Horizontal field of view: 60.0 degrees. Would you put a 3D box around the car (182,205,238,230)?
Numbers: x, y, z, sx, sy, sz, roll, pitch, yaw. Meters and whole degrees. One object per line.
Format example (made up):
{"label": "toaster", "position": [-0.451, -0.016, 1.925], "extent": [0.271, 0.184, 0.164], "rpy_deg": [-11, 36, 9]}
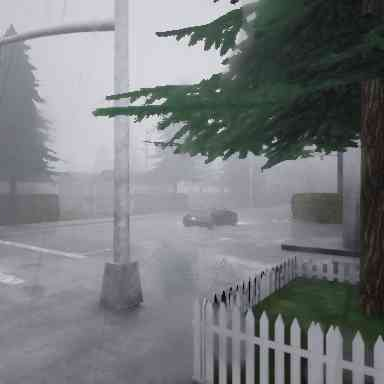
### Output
{"label": "car", "position": [1.233, 1.468, 20.691], "extent": [1.994, 1.385, 4.181], "rpy_deg": [1, 1, 35]}
